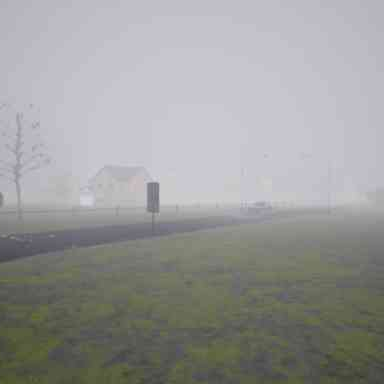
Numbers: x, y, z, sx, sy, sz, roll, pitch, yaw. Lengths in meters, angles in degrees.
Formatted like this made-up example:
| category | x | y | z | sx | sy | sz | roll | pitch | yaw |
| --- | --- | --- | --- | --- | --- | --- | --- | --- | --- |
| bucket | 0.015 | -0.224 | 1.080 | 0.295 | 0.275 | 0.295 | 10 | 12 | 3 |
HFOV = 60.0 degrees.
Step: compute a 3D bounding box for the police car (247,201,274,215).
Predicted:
| category | x | y | z | sx | sy | sz | roll | pitch | yaw |
| --- | --- | --- | --- | --- | --- | --- | --- | --- | --- |
| police car | 8.502 | 1.930 | 41.350 | 1.930 | 1.638 | 5.238 | 1 | 0 | 35 |
